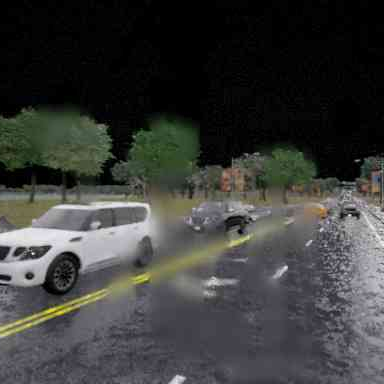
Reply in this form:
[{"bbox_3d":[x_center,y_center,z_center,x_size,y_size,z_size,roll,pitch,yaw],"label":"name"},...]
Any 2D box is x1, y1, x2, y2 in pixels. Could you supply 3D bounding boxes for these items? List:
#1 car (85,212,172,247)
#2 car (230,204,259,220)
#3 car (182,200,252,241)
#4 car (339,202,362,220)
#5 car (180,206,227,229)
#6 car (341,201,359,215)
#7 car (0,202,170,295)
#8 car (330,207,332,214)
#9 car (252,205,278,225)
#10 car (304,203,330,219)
[{"bbox_3d":[-3.035,1.795,17.064,1.895,1.301,4.718,0,-1,26],"label":"car"},{"bbox_3d":[5.504,1.999,34.584,1.812,1.442,4.674,0,-1,24],"label":"car"},{"bbox_3d":[1.455,1.470,18.878,2.150,2.045,5.566,0,-1,26],"label":"car"},{"bbox_3d":[16.525,2.057,34.760,1.837,1.490,4.892,0,-1,26],"label":"car"},{"bbox_3d":[0.974,1.851,25.343,1.812,1.442,4.674,0,-1,26],"label":"car"},{"bbox_3d":[20.799,2.046,43.699,2.097,1.767,4.553,0,-1,26],"label":"car"},{"bbox_3d":[-3.050,1.321,9.539,2.150,2.045,5.566,0,-1,26],"label":"car"},{"bbox_3d":[17.518,2.228,44.427,2.033,1.411,5.357,0,-1,26],"label":"car"},{"bbox_3d":[5.978,1.888,28.215,2.128,1.511,4.902,0,-1,26],"label":"car"},{"bbox_3d":[13.092,2.010,35.146,1.882,1.535,5.008,0,-1,26],"label":"car"}]
